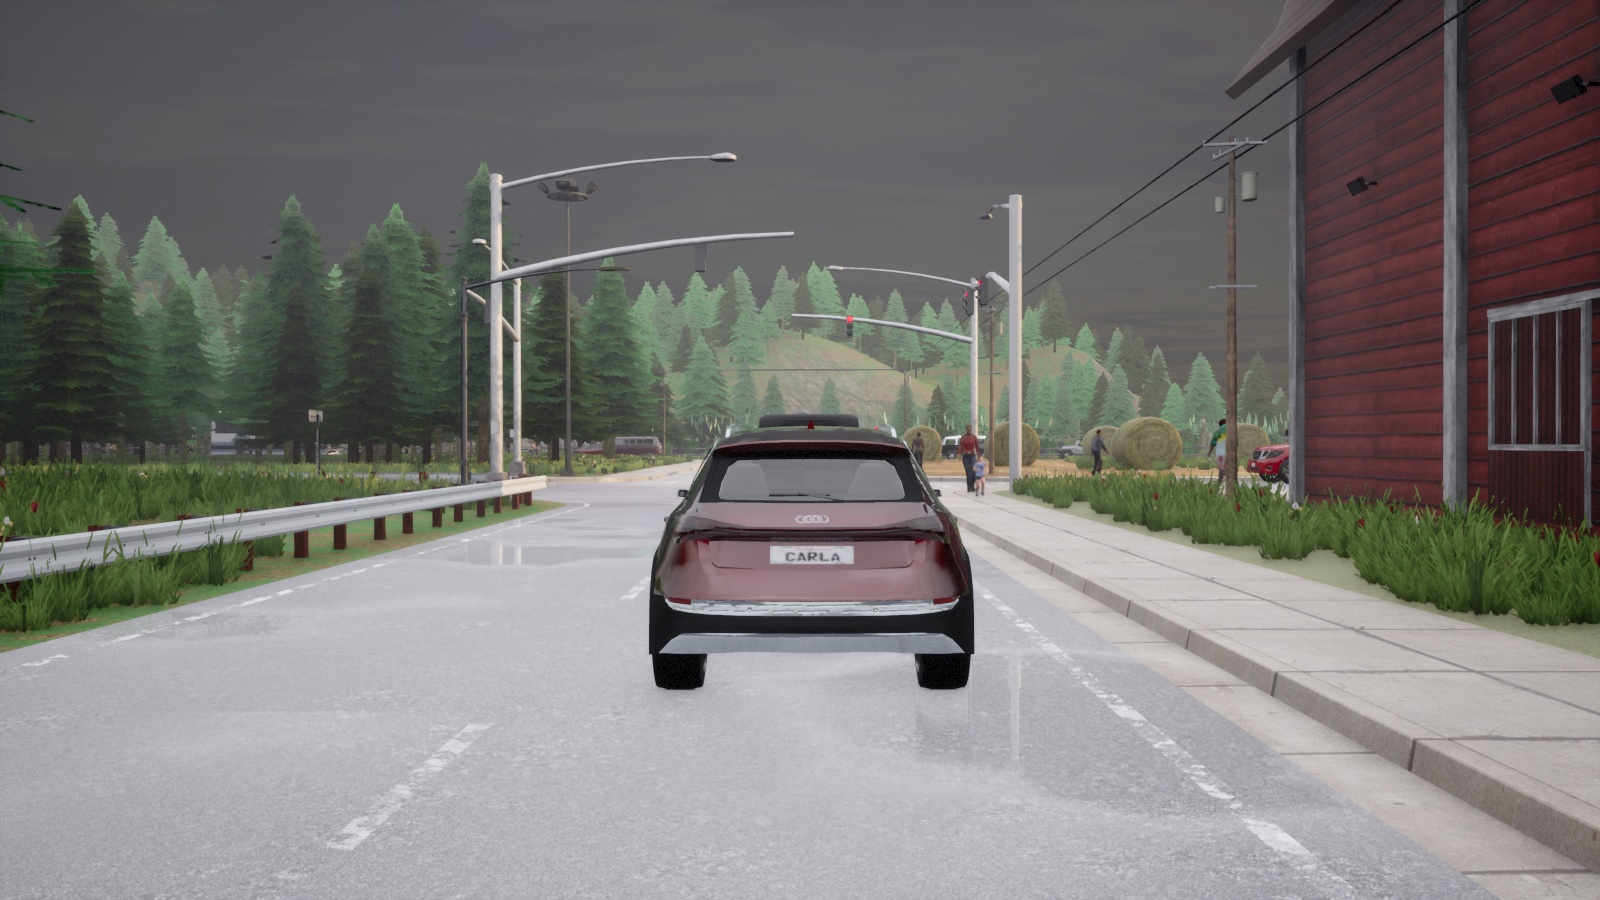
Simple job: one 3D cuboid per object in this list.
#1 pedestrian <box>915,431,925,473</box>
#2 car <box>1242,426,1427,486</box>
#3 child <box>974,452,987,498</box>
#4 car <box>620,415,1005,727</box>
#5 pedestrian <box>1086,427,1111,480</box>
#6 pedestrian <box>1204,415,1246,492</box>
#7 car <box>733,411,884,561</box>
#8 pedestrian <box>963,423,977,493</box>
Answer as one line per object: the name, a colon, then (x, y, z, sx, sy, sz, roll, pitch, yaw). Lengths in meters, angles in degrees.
pedestrian: (5.292, 0.083, 55.541, 0.328, 1.805, 0.869, 0, 0, 13)
car: (18.698, 0.201, 44.092, 5.566, 2.045, 2.150, 0, 0, -1)
child: (4.452, 0.610, 30.991, 0.255, 1.110, 0.394, 0, 0, 1)
car: (0.069, 0.625, 9.068, 2.033, 1.649, 4.856, 0, 0, 0)
pedestrian: (11.176, 0.125, 47.020, 0.788, 1.949, 0.423, 0, 0, -15)
pedestrian: (10.956, 0.084, 32.393, 0.659, 1.952, 0.873, 0, 0, -15)
car: (0.119, 0.442, 17.754, 1.905, 1.878, 3.866, 0, 0, 0)
pedestrian: (4.517, 0.209, 33.334, 0.331, 1.846, 0.636, 0, 0, 3)
